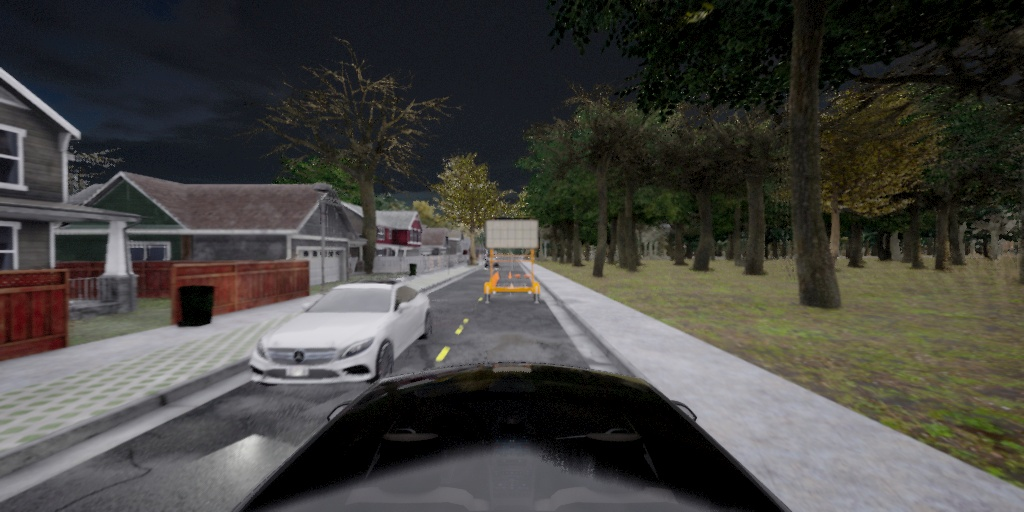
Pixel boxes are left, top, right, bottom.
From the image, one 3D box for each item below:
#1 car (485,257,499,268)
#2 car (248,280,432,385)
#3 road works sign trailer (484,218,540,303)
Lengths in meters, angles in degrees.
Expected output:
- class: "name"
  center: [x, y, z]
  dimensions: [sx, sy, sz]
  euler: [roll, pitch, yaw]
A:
- class: "car"
  center: [-2.803, 0.919, 50.364]
  dimensions: [1.812, 1.442, 4.674]
  euler: [0, 0, 0]
- class: "car"
  center: [-2.835, 1.234, 7.057]
  dimensions: [1.812, 1.442, 4.674]
  euler: [0, 0, 0]
- class: "road works sign trailer"
  center: [0.004, 0.105, 15.965]
  dimensions: [2.380, 3.560, 2.880]
  euler: [0, 0, 0]
